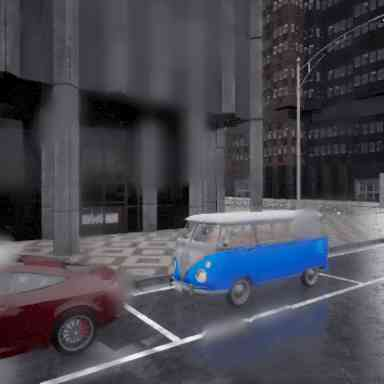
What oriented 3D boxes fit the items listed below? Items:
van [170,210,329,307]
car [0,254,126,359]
[{"bbox_3d":[1.444,1.341,7.680,3.998,1.788,1.690,0,0,-36],"label":"van"},{"bbox_3d":[-2.986,1.582,4.520,4.206,1.307,1.802,0,0,-35],"label":"car"}]
